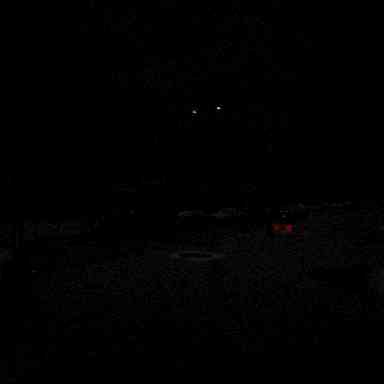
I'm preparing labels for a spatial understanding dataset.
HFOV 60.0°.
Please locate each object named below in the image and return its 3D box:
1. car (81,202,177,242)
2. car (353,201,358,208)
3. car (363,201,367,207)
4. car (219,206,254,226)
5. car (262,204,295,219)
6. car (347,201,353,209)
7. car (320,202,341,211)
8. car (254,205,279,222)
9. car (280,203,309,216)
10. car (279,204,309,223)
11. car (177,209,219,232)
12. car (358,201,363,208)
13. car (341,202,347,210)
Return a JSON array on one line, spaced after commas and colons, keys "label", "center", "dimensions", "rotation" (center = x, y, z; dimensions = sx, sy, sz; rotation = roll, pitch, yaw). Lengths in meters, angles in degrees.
[{"label": "car", "center": [-3.344, 1.473, 17.561], "dimensions": [2.192, 1.841, 5.009], "rotation": [-1, -1, 35]}, {"label": "car", "center": [31.059, 2.576, 66.013], "dimensions": [1.802, 1.307, 4.206], "rotation": [-1, -1, 35]}, {"label": "car", "center": [40.440, 2.788, 79.228], "dimensions": [1.947, 1.339, 4.313], "rotation": [-1, -1, 35]}, {"label": "car", "center": [2.812, 1.835, 26.229], "dimensions": [1.752, 1.417, 4.829], "rotation": [-1, -1, 35]}, {"label": "car", "center": [9.166, 2.030, 35.177], "dimensions": [1.947, 1.339, 4.313], "rotation": [-1, -1, 35]}, {"label": "car", "center": [27.931, 2.485, 61.608], "dimensions": [1.947, 1.339, 4.313], "rotation": [-1, -1, 35]}, {"label": "car", "center": [21.676, 2.319, 52.798], "dimensions": [2.008, 1.369, 4.403], "rotation": [-1, -1, 35]}, {"label": "car", "center": [6.038, 1.954, 30.772], "dimensions": [1.947, 1.339, 4.313], "rotation": [-1, -1, 35]}, {"label": "car", "center": [12.293, 2.091, 39.583], "dimensions": [2.008, 1.369, 4.403], "rotation": [-1, -1, 35]}, {"label": "car", "center": [9.290, 1.918, 30.605], "dimensions": [2.128, 1.511, 4.902], "rotation": [0, -1, 35]}, {"label": "car", "center": [-0.217, 1.817, 21.961], "dimensions": [1.802, 1.307, 4.206], "rotation": [-1, -1, 35]}, {"label": "car", "center": [34.186, 2.635, 70.418], "dimensions": [1.947, 1.339, 4.313], "rotation": [-1, -1, 35]}, {"label": "car", "center": [24.705, 2.366, 57.065], "dimensions": [1.752, 1.417, 4.829], "rotation": [-1, -1, 35]}]
